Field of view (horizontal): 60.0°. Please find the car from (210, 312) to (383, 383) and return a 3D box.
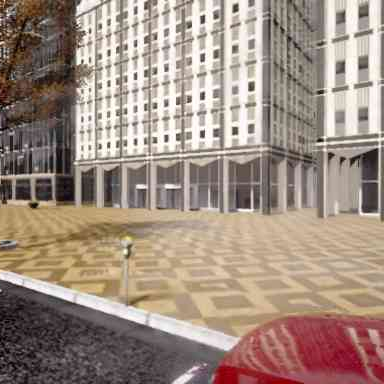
[{"bbox_3d":[2.315,1.318,1.219,5.009,1.841,2.192,0,0,36],"label":"car"}]
